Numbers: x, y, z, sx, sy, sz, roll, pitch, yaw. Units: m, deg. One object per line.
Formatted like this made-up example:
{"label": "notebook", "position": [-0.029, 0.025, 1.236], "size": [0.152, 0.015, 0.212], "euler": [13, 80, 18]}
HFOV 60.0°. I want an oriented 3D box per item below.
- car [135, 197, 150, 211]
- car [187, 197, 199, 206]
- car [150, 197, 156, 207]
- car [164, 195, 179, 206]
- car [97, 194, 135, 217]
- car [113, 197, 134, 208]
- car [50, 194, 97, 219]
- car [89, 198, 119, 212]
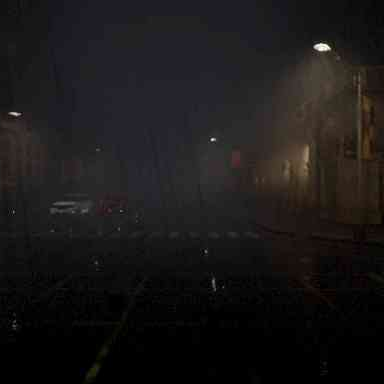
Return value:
{"label": "car", "position": [-6.954, 1.469, 41.243], "size": [2.128, 1.511, 4.902], "euler": [0, 0, 1]}
{"label": "car", "position": [0.209, 1.461, 53.484], "size": [2.128, 1.511, 4.902], "euler": [0, 0, 1]}
{"label": "car", "position": [-6.811, 1.449, 51.654], "size": [1.882, 1.535, 5.008], "euler": [0, 0, 1]}
{"label": "car", "position": [-3.291, 1.322, 53.491], "size": [2.097, 1.767, 4.553], "euler": [0, 0, 1]}
{"label": "car", "position": [-7.076, 1.205, 31.117], "size": [2.150, 2.045, 5.566], "euler": [0, 0, -2]}
{"label": "car", "position": [-10.326, 1.520, 50.357], "size": [2.033, 1.411, 5.357], "euler": [0, 0, 1]}
{"label": "car", "position": [-10.574, 1.206, 29.680], "size": [2.150, 2.045, 5.566], "euler": [0, 0, 0]}
{"label": "car", "position": [-10.477, 1.526, 39.915], "size": [2.033, 1.411, 5.357], "euler": [0, 0, 1]}
